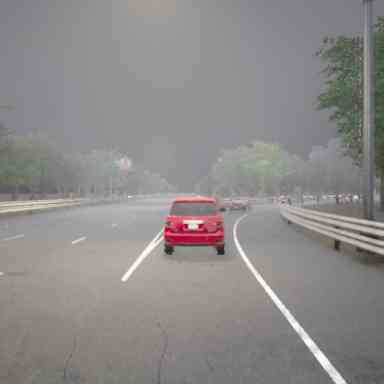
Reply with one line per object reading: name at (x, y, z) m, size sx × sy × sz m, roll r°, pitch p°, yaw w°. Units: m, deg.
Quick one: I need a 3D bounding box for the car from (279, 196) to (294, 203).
car at (17.173, 1.466, 59.555) m, size 2.128 × 1.511 × 4.902 m, roll 0°, pitch 0°, yaw 37°

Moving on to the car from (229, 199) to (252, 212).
car at (5.670, 1.529, 38.632) m, size 1.812 × 1.442 × 4.674 m, roll 0°, pitch 0°, yaw 21°

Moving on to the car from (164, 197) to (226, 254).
car at (0.218, 1.220, 13.587) m, size 2.150 × 2.045 × 5.566 m, roll 0°, pitch 0°, yaw 4°
